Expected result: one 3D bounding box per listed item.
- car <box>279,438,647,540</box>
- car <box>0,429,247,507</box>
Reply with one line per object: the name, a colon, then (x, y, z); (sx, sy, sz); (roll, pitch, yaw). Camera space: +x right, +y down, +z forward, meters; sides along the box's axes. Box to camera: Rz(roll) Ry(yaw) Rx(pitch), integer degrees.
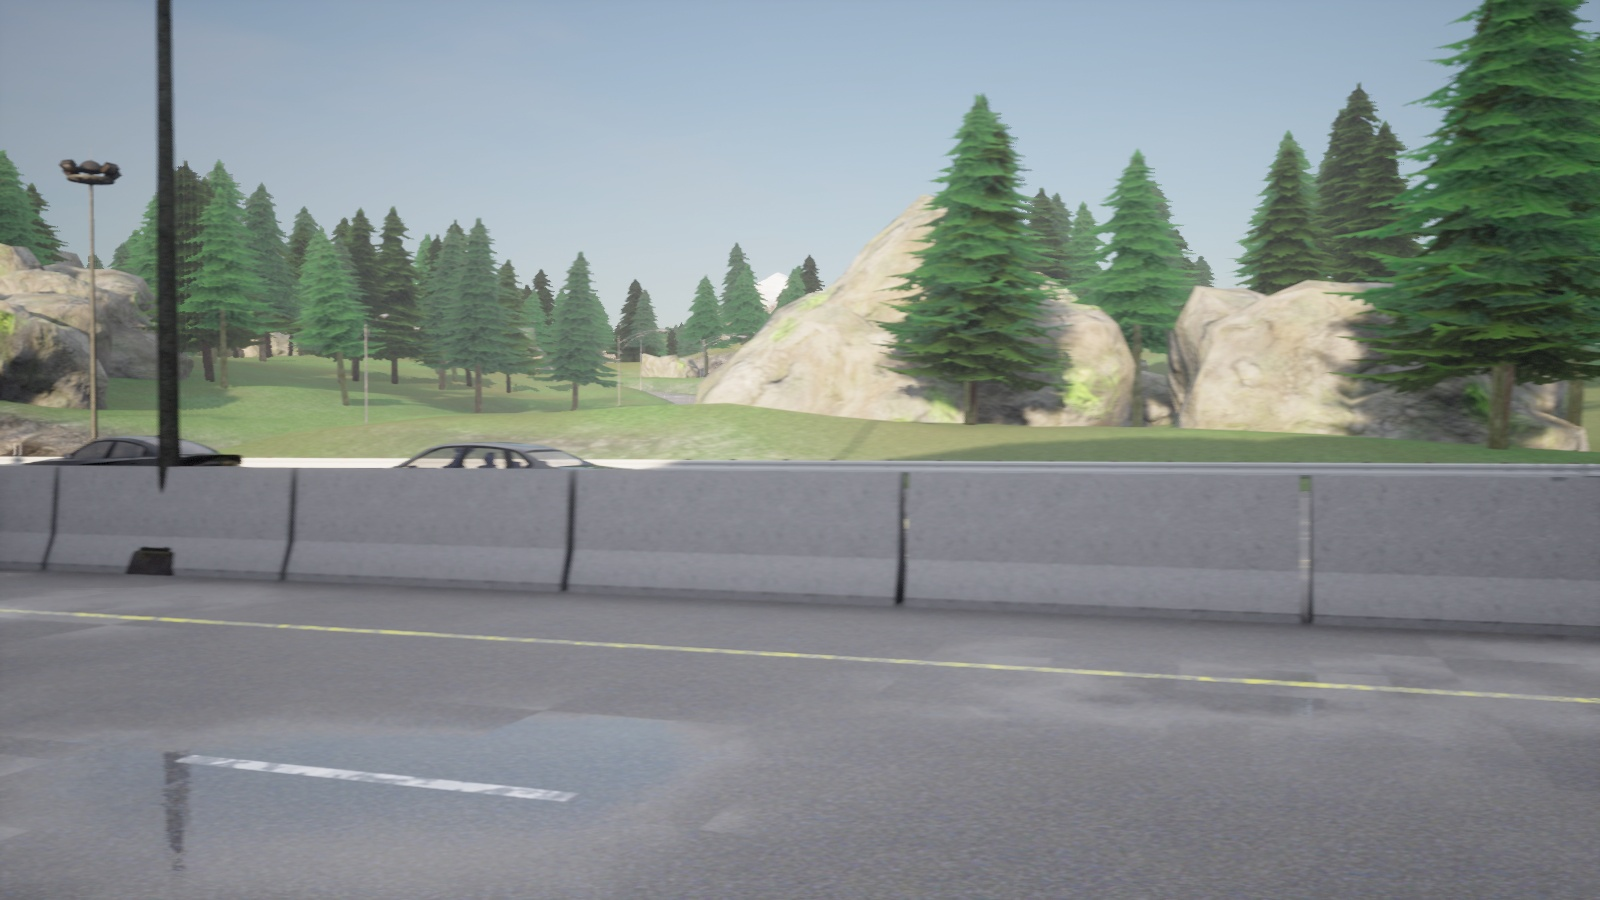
car: (-5.288, 0.538, 19.742); (5.357, 1.411, 2.033); (1, 1, 19)
car: (-14.387, 0.325, 26.495); (5.008, 1.535, 1.882); (1, 1, 19)
